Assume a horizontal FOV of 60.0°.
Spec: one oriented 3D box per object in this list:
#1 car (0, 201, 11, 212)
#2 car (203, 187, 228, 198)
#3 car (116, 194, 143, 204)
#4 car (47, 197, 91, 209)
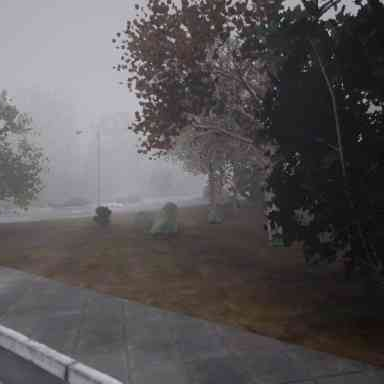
[{"bbox_3d":[-22.141,1.531,35.548,1.837,1.490,4.892,0,1,39],"label":"car"},{"bbox_3d":[4.163,-0.027,56.759,2.150,2.045,5.566,0,3,38],"label":"car"},{"bbox_3d":[-9.619,0.982,51.069,1.994,1.385,4.181,0,3,39],"label":"car"},{"bbox_3d":[-15.903,1.354,43.290,2.033,1.411,5.357,0,2,39],"label":"car"}]
